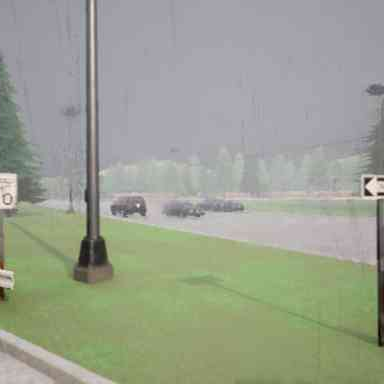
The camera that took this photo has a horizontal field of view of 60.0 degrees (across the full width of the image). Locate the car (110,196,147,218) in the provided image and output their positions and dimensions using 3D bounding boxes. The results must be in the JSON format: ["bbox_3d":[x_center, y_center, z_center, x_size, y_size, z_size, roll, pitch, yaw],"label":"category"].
[{"bbox_3d":[-6.512,1.454,33.776,2.150,2.045,5.566,0,0,-32],"label":"car"}]

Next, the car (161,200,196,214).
[{"bbox_3d":[-1.724,1.696,39.311,1.882,1.535,5.008,0,0,-32],"label":"car"}]

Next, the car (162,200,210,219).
[{"bbox_3d":[-0.884,1.717,31.400,2.033,1.411,5.357,0,0,-32],"label":"car"}]

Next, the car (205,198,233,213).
[{"bbox_3d":[2.266,1.535,39.543,2.097,1.767,4.553,0,0,-32],"label":"car"}]

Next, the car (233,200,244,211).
[{"bbox_3d":[4.668,1.740,42.299,1.994,1.385,4.181,0,0,-32],"label":"car"}]
